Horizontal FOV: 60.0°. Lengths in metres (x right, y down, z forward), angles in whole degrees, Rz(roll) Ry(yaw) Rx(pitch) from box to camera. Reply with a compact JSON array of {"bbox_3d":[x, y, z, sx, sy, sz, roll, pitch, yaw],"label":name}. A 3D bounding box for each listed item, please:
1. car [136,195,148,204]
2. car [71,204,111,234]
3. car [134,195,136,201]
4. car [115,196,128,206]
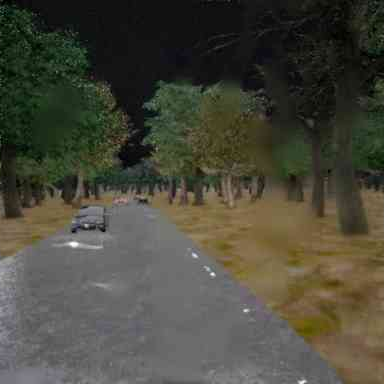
[{"bbox_3d":[-10.508,1.684,71.187,1.882,1.535,5.008,0,0,-10],"label":"car"},{"bbox_3d":[-5.947,1.541,19.868,1.837,1.490,4.892,0,0,-10],"label":"car"},{"bbox_3d":[-14.443,1.594,88.715,1.812,1.442,4.674,0,0,-10],"label":"car"},{"bbox_3d":[-12.801,1.536,60.344,2.097,1.767,4.553,0,0,-9],"label":"car"}]
